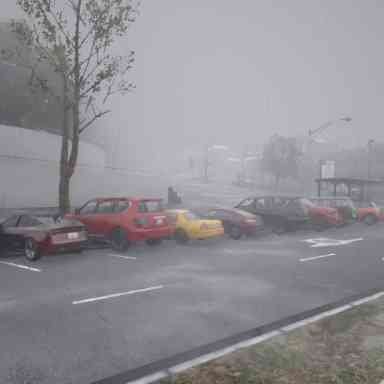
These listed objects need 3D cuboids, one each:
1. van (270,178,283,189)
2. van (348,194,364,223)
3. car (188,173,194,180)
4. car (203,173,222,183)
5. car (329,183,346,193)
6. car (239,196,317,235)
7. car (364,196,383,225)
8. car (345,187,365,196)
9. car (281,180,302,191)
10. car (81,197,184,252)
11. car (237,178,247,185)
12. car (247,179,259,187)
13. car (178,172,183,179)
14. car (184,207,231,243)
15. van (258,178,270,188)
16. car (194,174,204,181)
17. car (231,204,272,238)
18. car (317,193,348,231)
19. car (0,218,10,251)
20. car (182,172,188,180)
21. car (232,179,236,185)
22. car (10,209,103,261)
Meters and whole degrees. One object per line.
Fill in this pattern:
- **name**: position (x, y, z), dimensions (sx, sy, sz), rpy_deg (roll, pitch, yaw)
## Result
- **van**: position (17.590, -1.491, 65.171), dimensions (1.878, 1.987, 4.442), rpy_deg (7, 4, 35)
- **van**: position (8.974, 1.296, 22.703), dimensions (4.442, 1.987, 1.878), rpy_deg (-1, -1, 35)
- **car**: position (1.951, -3.851, 87.384), dimensions (2.185, 1.767, 4.553), rpy_deg (6, 3, 34)
- **car**: position (5.599, -3.176, 82.660), dimensions (1.946, 1.575, 5.366), rpy_deg (7, 3, 34)
- **car**: position (24.566, -0.427, 55.427), dimensions (2.435, 2.045, 5.566), rpy_deg (7, 3, 35)
- **car**: position (3.924, 1.262, 19.326), dimensions (5.566, 2.045, 2.435), rpy_deg (-1, -1, 35)
- **car**: position (11.382, 1.402, 24.455), dimensions (4.553, 1.767, 2.185), rpy_deg (-1, -1, 35)
- **car**: position (26.258, 0.136, 52.955), dimensions (2.002, 1.452, 4.674), rpy_deg (7, 3, 35)
- **car**: position (19.352, -0.993, 62.810), dimensions (2.231, 1.521, 4.892), rpy_deg (7, 3, 35)
- **car**: position (-3.427, 1.247, 14.109), dimensions (5.566, 2.045, 2.435), rpy_deg (-1, -1, 34)
- **car**: position (12.452, -2.044, 72.692), dimensions (2.002, 1.452, 4.674), rpy_deg (7, 4, 35)
- **car**: position (14.284, -1.812, 70.372), dimensions (1.946, 1.575, 5.366), rpy_deg (7, 3, 35)
- **car**: position (-1.553, -4.363, 92.200), dimensions (2.435, 2.045, 5.566), rpy_deg (1, -1, 34)
- **car**: position (-1.108, 1.502, 15.938), dimensions (5.366, 1.575, 1.946), rpy_deg (-1, -1, 35)
- **van**: position (15.860, -1.764, 67.642), dimensions (1.878, 1.987, 4.442), rpy_deg (7, 4, 35)
- **car**: position (3.747, -3.699, 84.919), dimensions (2.435, 2.045, 5.566), rpy_deg (7, 3, 34)
- **car**: position (1.497, 1.548, 17.567), dimensions (4.674, 1.452, 2.002), rpy_deg (-1, -1, 35)
- **car**: position (6.436, 1.266, 21.032), dimensions (5.566, 2.045, 2.435), rpy_deg (-1, -1, 35)
- **car**: position (-8.290, 1.492, 10.615), dimensions (4.892, 1.521, 2.231), rpy_deg (-1, -1, 34)
- **car**: position (0.220, -4.085, 89.853), dimensions (2.185, 1.767, 4.553), rpy_deg (4, 1, 33)
- **car**: position (10.708, -2.317, 75.153), dimensions (2.002, 1.452, 4.674), rpy_deg (7, 3, 35)
- **car**: position (-5.871, 1.523, 12.363), dimensions (4.792, 1.488, 2.163), rpy_deg (-1, -1, 35)
